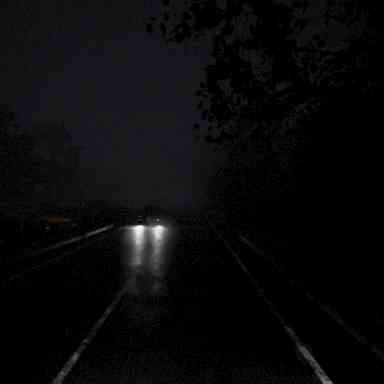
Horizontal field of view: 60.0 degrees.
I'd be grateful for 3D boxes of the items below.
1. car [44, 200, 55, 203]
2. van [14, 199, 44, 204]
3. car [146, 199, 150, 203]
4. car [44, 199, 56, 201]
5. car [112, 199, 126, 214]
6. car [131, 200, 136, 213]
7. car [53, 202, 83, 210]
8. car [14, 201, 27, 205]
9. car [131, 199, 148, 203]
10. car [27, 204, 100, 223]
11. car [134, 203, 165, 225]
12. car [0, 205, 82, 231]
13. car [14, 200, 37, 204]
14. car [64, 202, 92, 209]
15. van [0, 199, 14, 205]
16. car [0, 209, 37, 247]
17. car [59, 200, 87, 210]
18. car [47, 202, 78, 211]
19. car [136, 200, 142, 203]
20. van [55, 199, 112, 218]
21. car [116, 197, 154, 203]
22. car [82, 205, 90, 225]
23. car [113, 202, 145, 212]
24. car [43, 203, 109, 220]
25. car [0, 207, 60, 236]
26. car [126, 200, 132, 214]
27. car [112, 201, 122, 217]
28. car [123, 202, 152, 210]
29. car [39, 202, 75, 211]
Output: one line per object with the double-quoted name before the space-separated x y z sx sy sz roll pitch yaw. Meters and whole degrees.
"car" -23.289 2.299 48.796 4.792 1.488 2.163 0 -1 0
"van" -23.438 1.977 45.908 4.442 1.987 1.878 0 -1 0
"car" -10.412 2.468 57.066 5.366 1.575 1.946 0 -1 0
"car" -23.342 2.086 51.571 5.566 2.045 2.435 0 -1 0
"car" -10.285 1.914 37.648 4.553 1.767 2.185 0 -1 0
"car" -10.431 2.141 43.192 5.366 1.575 1.946 0 -1 0
"car" -23.269 2.634 62.641 4.792 1.488 2.163 0 -1 0
"car" -23.358 2.118 40.493 4.792 1.488 2.163 0 -1 0
"car" -10.048 2.334 51.515 5.366 1.575 1.946 0 -1 0
"car" -10.239 1.895 26.544 4.792 1.488 2.163 0 -1 0
"car" -3.363 1.899 27.993 1.837 1.490 4.892 0 -1 0
"car" -10.091 1.777 20.993 5.366 1.575 1.946 0 -1 0
"car" -23.354 2.171 43.132 4.792 1.488 2.163 0 -1 0
"car" -23.286 2.735 68.057 5.008 1.535 2.097 0 -1 0
"van" -23.225 1.815 37.746 4.442 1.987 1.878 0 -1 0
"car" -10.278 1.695 15.441 4.892 1.521 2.231 0 -1 0
"car" -23.326 2.543 65.289 4.553 1.767 2.185 0 -1 0
"car" -23.299 2.578 59.871 4.674 1.452 2.002 0 -1 0
"car" -10.056 2.199 45.844 5.366 1.575 1.946 0 -1 0
"van" -10.378 1.726 32.100 4.442 1.987 1.878 0 -1 0
"car" -10.251 2.287 59.848 5.566 2.045 2.435 0 -1 0
"car" -10.243 1.852 23.768 4.792 1.488 2.163 0 -1 0
"car" -10.236 2.405 54.290 4.892 1.521 2.231 0 -1 0
"car" -10.236 1.938 29.320 4.792 1.488 2.163 0 -1 0
"car" -10.287 1.738 18.217 4.892 1.521 2.231 0 -1 0
"car" -10.243 2.090 40.425 4.892 1.521 2.231 0 -1 0
"car" -10.287 2.024 34.872 4.792 1.488 2.163 0 -1 0
"car" -10.224 2.605 62.617 5.008 1.535 2.097 0 -1 0
"car" -23.120 2.468 57.103 5.366 1.575 1.946 0 -1 0
